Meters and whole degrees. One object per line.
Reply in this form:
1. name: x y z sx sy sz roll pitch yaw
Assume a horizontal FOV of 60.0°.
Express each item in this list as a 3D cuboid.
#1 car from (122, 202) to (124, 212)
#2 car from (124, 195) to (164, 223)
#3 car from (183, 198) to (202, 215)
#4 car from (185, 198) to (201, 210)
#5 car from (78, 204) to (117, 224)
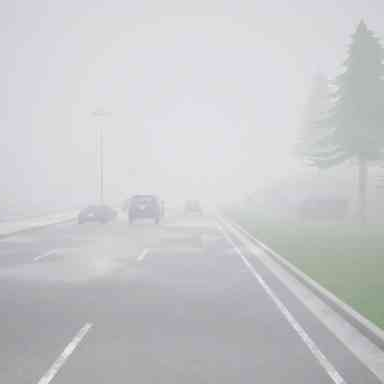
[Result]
1. car: -6.897 1.352 39.531 2.097 1.767 4.553 0 0 0
2. car: -3.400 1.220 25.347 2.150 2.045 5.566 0 0 0
3. car: 0.095 1.547 34.424 2.033 1.411 5.357 0 0 0
4. car: 0.138 1.547 44.500 2.033 1.411 5.357 0 0 1
5. car: -6.900 1.563 24.636 1.994 1.385 4.181 0 0 0
